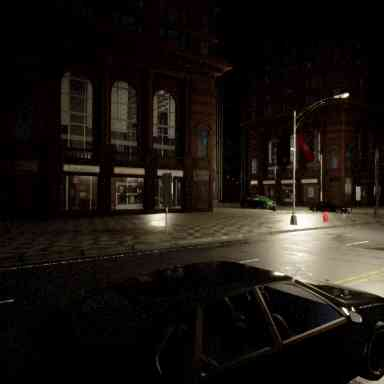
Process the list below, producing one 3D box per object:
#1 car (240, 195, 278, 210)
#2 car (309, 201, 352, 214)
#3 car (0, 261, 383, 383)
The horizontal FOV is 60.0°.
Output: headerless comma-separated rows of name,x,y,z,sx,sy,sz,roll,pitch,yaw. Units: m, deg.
car,8.996,1.441,45.329,2.150,2.045,5.566,1,-1,-36
car,15.161,1.698,36.628,1.812,1.442,4.674,1,-1,-35
car,0.380,1.548,3.712,5.357,1.411,2.033,0,0,-36
